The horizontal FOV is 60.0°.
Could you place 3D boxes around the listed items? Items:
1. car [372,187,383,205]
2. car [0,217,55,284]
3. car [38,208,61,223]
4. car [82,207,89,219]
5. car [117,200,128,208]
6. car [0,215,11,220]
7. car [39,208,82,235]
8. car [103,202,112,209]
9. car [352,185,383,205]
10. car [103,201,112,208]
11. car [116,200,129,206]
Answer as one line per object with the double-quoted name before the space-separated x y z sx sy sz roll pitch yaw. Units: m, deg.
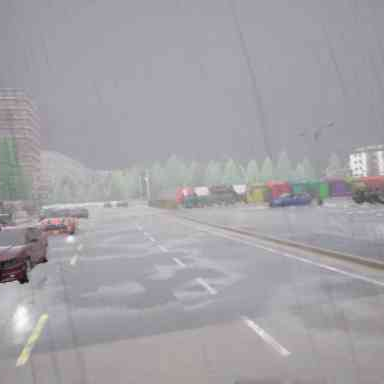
"car" 18.863 0.381 30.060 3.905 1.438 1.784 -3 0 -14
"car" -5.935 1.881 10.753 1.882 1.535 5.008 -3 0 -15
"car" -17.062 2.748 40.025 1.837 1.490 4.892 -3 -1 -14
"car" -13.394 2.571 39.755 1.994 1.385 4.181 -3 0 -14
"car" -16.566 2.920 79.756 1.812 1.442 4.674 -3 0 -15
"car" -11.818 2.161 19.468 2.097 1.767 4.553 -3 0 -15
"car" -9.168 2.016 23.169 2.097 1.767 4.553 -3 0 -15
"car" -19.936 3.139 78.838 2.033 1.411 5.357 -3 0 -15
"car" 18.144 0.227 32.649 4.605 1.855 1.932 -3 0 -14
"car" -22.652 3.339 88.889 2.128 1.511 4.902 -3 0 -13
"car" -18.802 3.044 89.594 1.882 1.535 5.008 -3 0 -31
